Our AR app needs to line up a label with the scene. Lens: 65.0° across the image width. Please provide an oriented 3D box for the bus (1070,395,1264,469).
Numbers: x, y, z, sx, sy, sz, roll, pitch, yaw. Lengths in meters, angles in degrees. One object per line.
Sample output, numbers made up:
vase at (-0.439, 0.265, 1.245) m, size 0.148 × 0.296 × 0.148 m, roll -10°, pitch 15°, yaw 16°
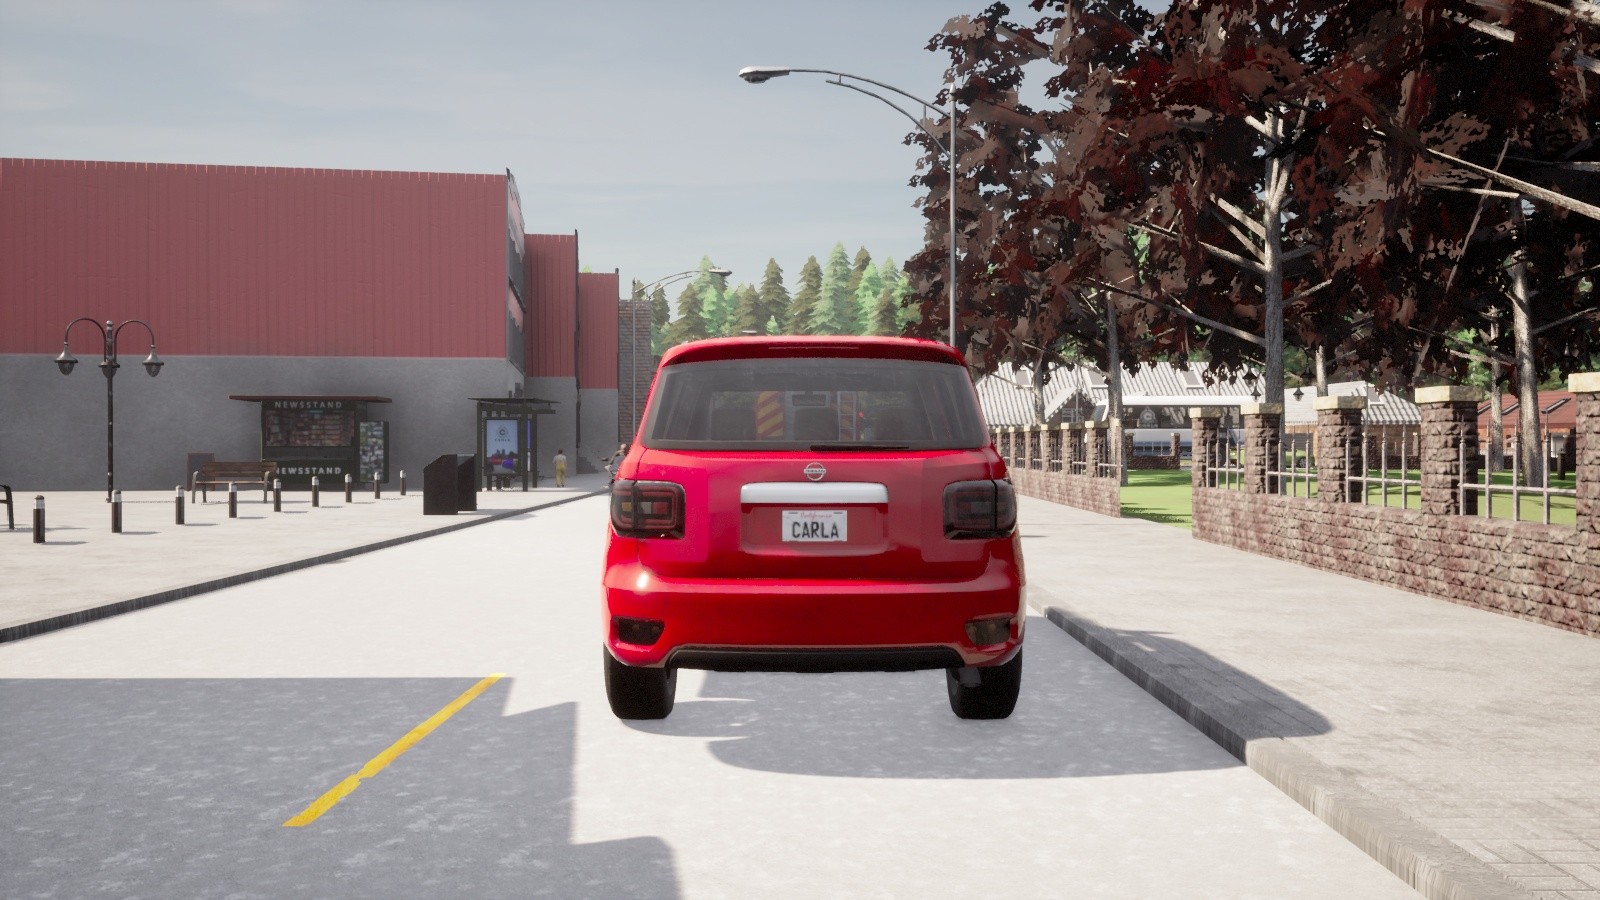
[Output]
bus at (21.515, -1.031, 74.190) m, size 10.273 × 4.253 × 3.944 m, roll 0°, pitch 0°, yaw 0°

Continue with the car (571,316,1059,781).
car at (0.065, 0.419, 8.312) m, size 2.150 × 2.045 × 5.566 m, roll 0°, pitch 0°, yaw 0°

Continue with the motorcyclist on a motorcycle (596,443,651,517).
motorcyclist on a motorcycle at (-3.812, 0.624, 27.329) m, size 0.866 × 1.530 × 2.191 m, roll 0°, pitch 0°, yaw 0°

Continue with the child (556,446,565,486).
child at (-7.552, 0.507, 39.573) m, size 0.270 × 1.263 × 0.437 m, roll 0°, pitch 0°, yaw -9°

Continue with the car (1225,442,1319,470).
car at (26.317, 0.319, 70.087) m, size 4.514 × 1.525 × 2.007 m, roll 0°, pitch 0°, yaw -1°
